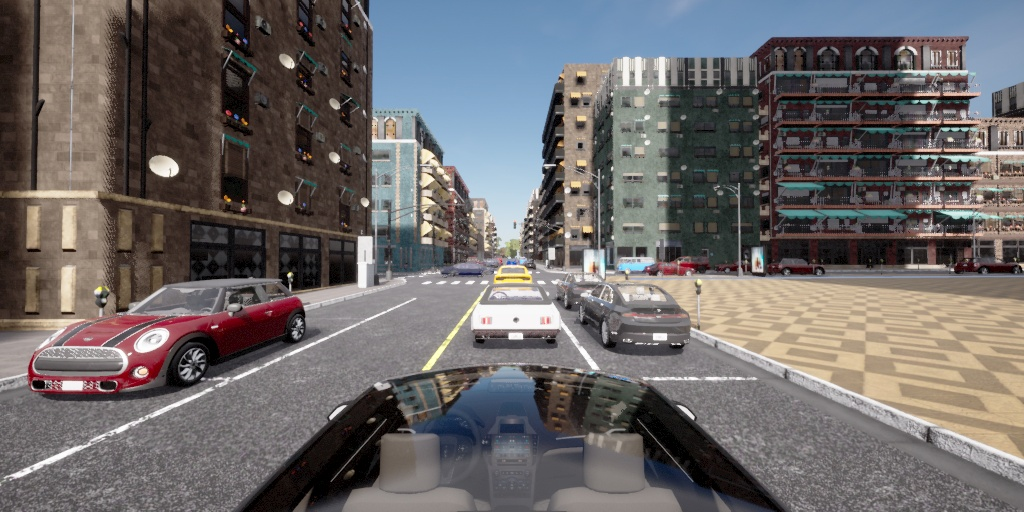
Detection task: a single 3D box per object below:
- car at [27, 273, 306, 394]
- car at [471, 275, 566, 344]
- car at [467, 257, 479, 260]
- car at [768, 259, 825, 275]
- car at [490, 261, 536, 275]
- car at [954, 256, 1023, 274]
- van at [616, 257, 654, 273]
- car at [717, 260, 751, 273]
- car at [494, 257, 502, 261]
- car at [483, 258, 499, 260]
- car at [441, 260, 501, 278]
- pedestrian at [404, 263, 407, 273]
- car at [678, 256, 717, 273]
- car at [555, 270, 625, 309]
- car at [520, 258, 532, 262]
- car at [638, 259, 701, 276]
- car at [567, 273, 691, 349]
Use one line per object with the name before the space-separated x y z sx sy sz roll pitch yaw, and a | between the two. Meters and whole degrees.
car | -5.831 1.191 6.741 1.967 1.591 4.097 0 0 0
car | 0.080 1.353 9.580 1.895 1.301 4.718 0 0 0
car | -5.810 1.084 52.780 2.192 1.841 5.009 0 0 0
car | 24.694 0.936 31.166 4.097 1.591 1.967 0 0 0
car | 0.052 1.233 19.033 1.882 1.535 5.008 0 0 0
car | 41.276 0.812 31.086 4.097 1.591 1.967 0 0 0
van | 13.681 1.046 39.600 3.998 1.789 1.690 0 0 0
car | 24.737 1.166 39.547 4.507 1.381 1.888 0 0 0
car | -3.221 1.320 60.143 2.033 1.411 5.357 0 0 0
car | -3.231 1.369 50.450 1.895 1.301 4.718 0 0 1
car | -3.988 1.305 33.907 5.357 1.411 2.033 0 -1 0
pedestrian | -12.625 1.098 42.689 0.375 1.860 0.375 0 0 0
car | 19.209 0.978 39.573 5.009 1.841 2.192 0 0 0
car | 2.791 1.304 14.567 2.007 1.370 4.403 0 0 0
car | 2.571 1.335 52.760 1.948 1.339 4.313 0 0 0
car | 13.639 1.163 31.220 4.207 1.307 1.802 0 0 0
car | 2.804 1.303 8.997 2.007 1.370 4.403 0 0 0
